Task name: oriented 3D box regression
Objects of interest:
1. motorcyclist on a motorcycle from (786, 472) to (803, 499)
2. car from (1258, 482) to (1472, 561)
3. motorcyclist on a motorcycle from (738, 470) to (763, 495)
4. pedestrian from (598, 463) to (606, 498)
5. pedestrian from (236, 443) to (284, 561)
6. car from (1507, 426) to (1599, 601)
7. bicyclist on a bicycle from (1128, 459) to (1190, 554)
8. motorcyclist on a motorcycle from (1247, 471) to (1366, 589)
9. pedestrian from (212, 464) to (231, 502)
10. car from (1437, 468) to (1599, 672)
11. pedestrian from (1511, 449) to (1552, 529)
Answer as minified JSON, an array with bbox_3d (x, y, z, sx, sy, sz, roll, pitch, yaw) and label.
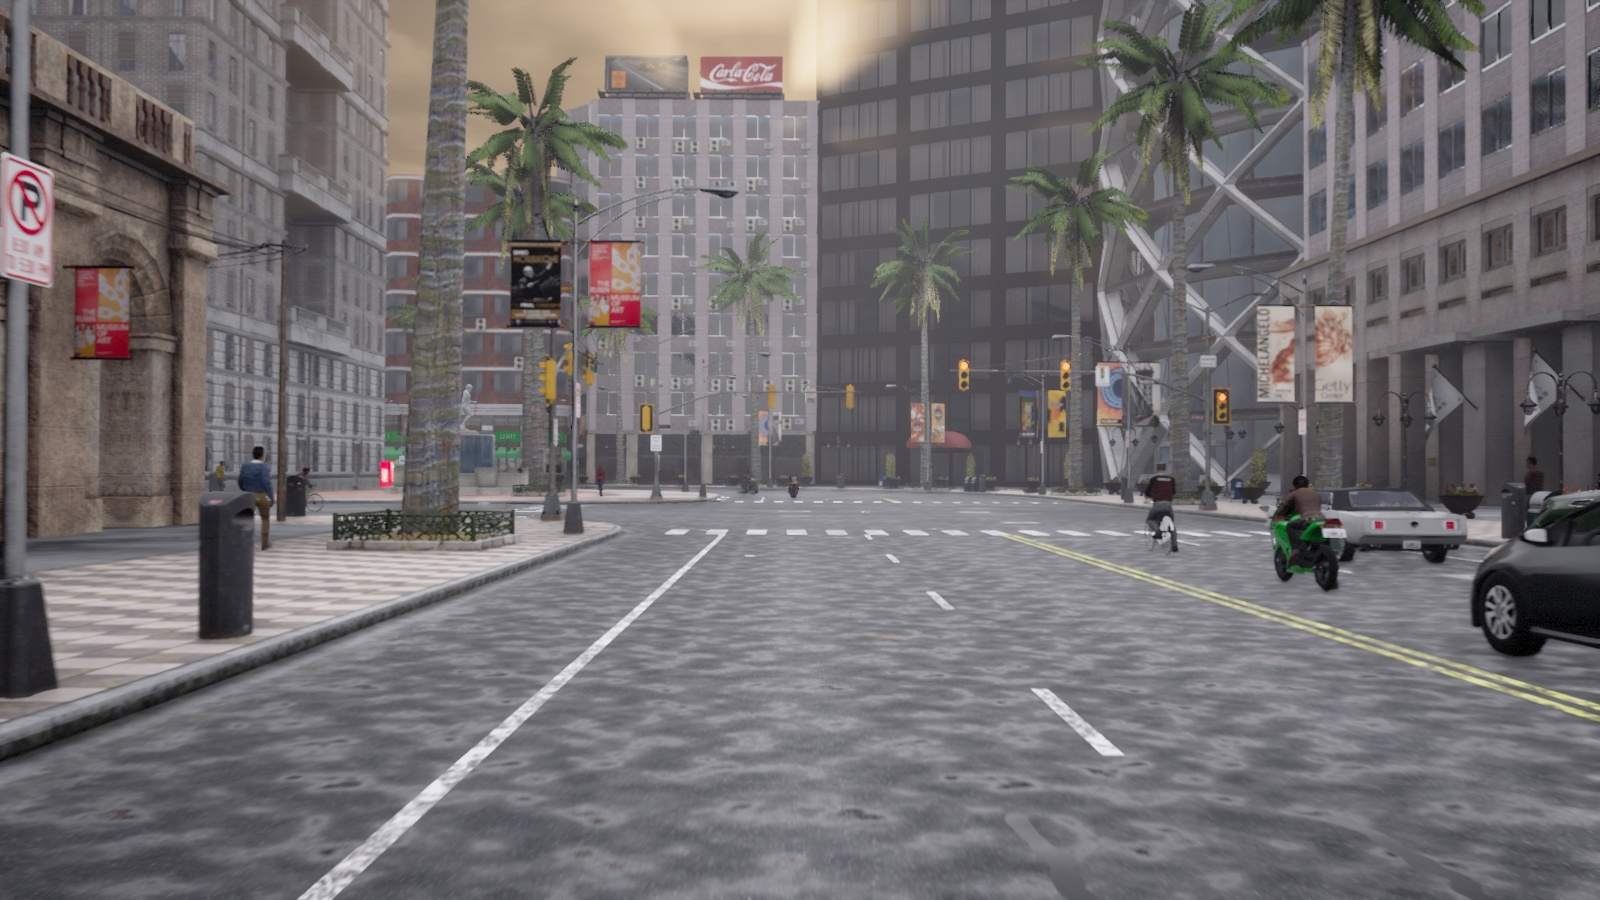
[{"bbox_3d":[-0.341,2.064,72.464,0.866,1.530,2.191,0,-1,-4],"label":"motorcyclist on a motorcycle"},{"bbox_3d":[10.412,1.269,23.578,1.895,1.301,4.718,0,-1,0],"label":"car"},{"bbox_3d":[-3.314,2.190,84.350,0.766,1.649,2.350,0,-1,-27],"label":"motorcyclist on a motorcycle"},{"bbox_3d":[-10.498,1.627,66.535,0.331,1.846,0.636,0,-1,-1],"label":"pedestrian"},{"bbox_3d":[-9.052,0.860,21.075,0.423,1.949,0.788,0,-1,3],"label":"pedestrian"},{"bbox_3d":[10.467,0.724,13.820,2.150,2.045,5.566,0,-1,-1],"label":"car"},{"bbox_3d":[6.924,1.065,24.317,0.659,1.776,1.843,0,-1,0],"label":"bicyclist on a bicycle"},{"bbox_3d":[6.949,1.060,17.357,0.797,1.523,2.044,0,-1,0],"label":"motorcyclist on a motorcycle"},{"bbox_3d":[-28.010,1.600,60.853,0.709,1.840,0.431,0,-1,5],"label":"pedestrian"},{"bbox_3d":[6.981,0.893,9.495,2.007,1.525,4.514,0,-1,0],"label":"car"},{"bbox_3d":[16.978,0.893,29.167,0.431,1.840,0.703,0,-1,-13],"label":"pedestrian"}]
